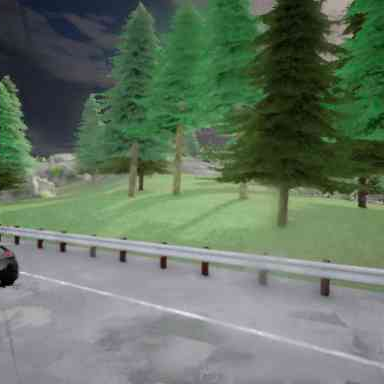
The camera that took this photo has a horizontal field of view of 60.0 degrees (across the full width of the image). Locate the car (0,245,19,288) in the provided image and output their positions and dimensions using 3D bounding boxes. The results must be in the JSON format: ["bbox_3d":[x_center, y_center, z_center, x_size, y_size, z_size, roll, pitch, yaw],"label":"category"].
[{"bbox_3d":[-6.014,1.518,7.867,4.181,1.385,1.994,0,0,33],"label":"car"}]
